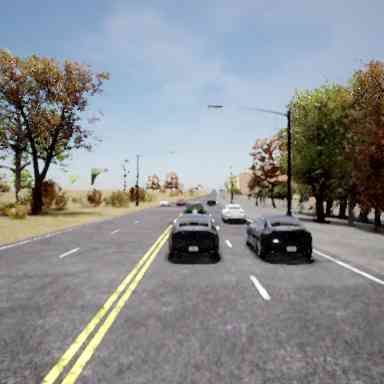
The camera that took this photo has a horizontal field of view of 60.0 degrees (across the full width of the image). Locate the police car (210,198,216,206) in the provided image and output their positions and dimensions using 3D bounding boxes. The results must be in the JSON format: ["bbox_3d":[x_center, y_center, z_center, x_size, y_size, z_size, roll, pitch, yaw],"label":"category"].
[{"bbox_3d":[3.995,2.045,69.433,1.930,1.638,5.238,0,0,2],"label":"police car"}]

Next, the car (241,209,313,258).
[{"bbox_3d":[3.340,1.643,13.429,1.837,1.490,4.892,0,0,1],"label":"car"}]

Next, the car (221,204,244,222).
[{"bbox_3d":[3.533,1.804,28.784,1.812,1.442,4.674,0,0,1],"label":"car"}]

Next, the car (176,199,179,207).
[{"bbox_3d":[-2.109,2.063,64.988,1.882,1.535,5.008,0,0,2],"label":"car"}]

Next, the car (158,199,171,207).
[{"bbox_3d":[-5.355,2.111,65.129,1.812,1.442,4.674,0,0,2],"label":"car"}]

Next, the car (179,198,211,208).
[{"bbox_3d":[0.271,1.625,28.354,2.097,1.767,4.553,0,-1,1],"label":"car"}]

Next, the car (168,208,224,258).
[{"bbox_3d":[0.089,1.643,13.453,1.837,1.490,4.892,0,0,1],"label":"car"}]
